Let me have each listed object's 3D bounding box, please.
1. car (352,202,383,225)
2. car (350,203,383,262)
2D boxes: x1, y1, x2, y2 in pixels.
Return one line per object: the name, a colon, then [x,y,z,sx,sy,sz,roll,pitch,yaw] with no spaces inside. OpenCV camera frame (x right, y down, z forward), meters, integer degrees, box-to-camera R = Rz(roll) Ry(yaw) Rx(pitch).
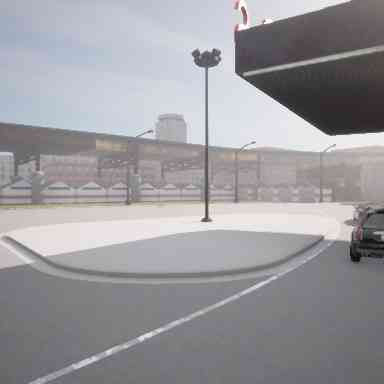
car: [13.217,1.532,24.743,1.812,1.442,4.674,0,0,19]
car: [6.888,1.365,11.586,2.097,1.767,4.553,0,0,32]
